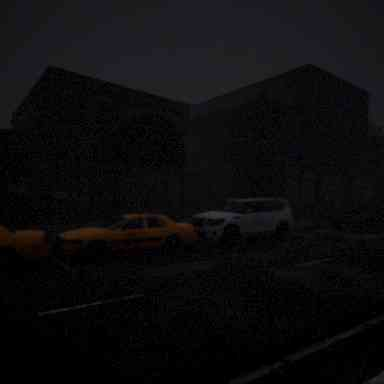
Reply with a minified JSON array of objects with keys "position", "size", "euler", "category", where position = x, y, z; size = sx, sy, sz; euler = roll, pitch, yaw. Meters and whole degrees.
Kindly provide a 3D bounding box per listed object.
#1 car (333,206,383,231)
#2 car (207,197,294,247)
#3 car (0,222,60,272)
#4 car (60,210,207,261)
[{"position":[11.420,1.691,22.152],"size":[4.792,1.488,2.163],"euler":[1,0,-36],"category":"car"},{"position":[2.461,1.287,15.697],"size":[5.566,2.045,2.435],"euler":[1,0,-36],"category":"car"},{"position":[-6.741,1.409,9.077],"size":[5.366,1.575,1.946],"euler":[1,0,-36],"category":"car"},{"position":[-2.258,1.471,12.305],"size":[5.366,1.575,1.946],"euler":[1,0,-36],"category":"car"}]
